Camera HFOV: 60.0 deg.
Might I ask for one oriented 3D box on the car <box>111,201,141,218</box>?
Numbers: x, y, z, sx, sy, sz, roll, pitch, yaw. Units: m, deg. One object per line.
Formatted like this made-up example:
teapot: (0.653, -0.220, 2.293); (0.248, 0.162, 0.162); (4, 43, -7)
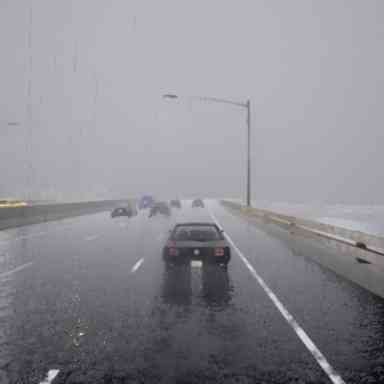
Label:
car: (-6.575, 1.776, 32.694); (1.994, 1.385, 4.181); (0, -1, 1)

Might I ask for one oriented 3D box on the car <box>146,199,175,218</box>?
car: (-3.064, 1.720, 33.262); (1.837, 1.490, 4.892); (0, -1, 1)

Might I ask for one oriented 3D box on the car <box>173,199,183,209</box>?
car: (-2.580, 1.869, 52.494); (1.837, 1.490, 4.892); (0, 0, 2)

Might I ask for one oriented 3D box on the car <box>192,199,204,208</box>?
car: (1.036, 1.872, 56.267); (1.882, 1.535, 5.008); (0, -1, 2)

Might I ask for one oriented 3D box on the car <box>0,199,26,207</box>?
car: (-17.224, 1.329, 30.664); (1.882, 1.535, 5.008); (0, 0, 1)

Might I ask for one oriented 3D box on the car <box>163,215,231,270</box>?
car: (0.144, 1.671, 11.217); (1.895, 1.301, 4.718); (0, 0, 0)

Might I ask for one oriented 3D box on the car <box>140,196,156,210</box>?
car: (-6.217, 1.551, 48.123); (2.150, 2.045, 5.566); (0, 0, 2)
